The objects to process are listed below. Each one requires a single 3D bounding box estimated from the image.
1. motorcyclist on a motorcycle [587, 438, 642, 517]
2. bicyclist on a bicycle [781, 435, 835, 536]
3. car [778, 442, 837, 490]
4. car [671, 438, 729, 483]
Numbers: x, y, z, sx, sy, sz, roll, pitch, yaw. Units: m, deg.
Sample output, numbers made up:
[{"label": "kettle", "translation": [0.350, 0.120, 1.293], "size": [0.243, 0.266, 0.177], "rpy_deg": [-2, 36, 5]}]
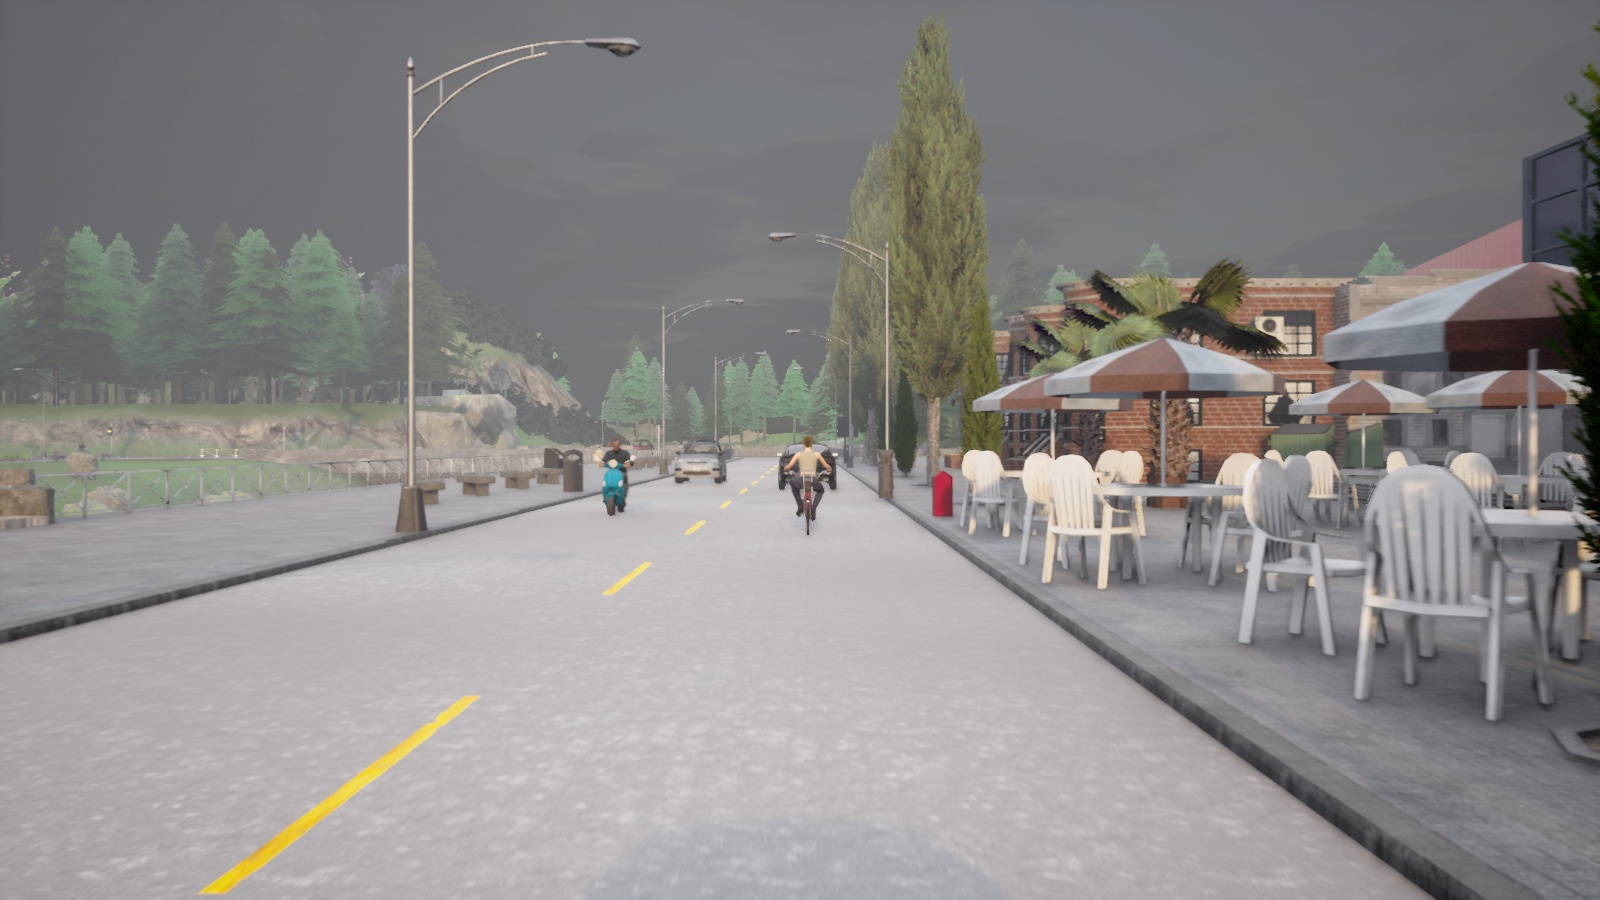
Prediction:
[{"label": "motorcyclist on a motorcycle", "translation": [-3.839, 0.550, 26.106], "size": [0.866, 1.590, 1.817], "rpy_deg": [0, 0, 0]}, {"label": "bicyclist on a bicycle", "translation": [0.131, 0.566, 20.857], "size": [0.866, 1.612, 1.509], "rpy_deg": [0, 0, 0]}, {"label": "car", "translation": [0.249, 0.486, 42.207], "size": [1.882, 1.535, 5.008], "rpy_deg": [0, 0, 0]}, {"label": "car", "translation": [-3.722, 0.376, 47.182], "size": [1.851, 1.617, 3.988], "rpy_deg": [0, 0, 0]}]
